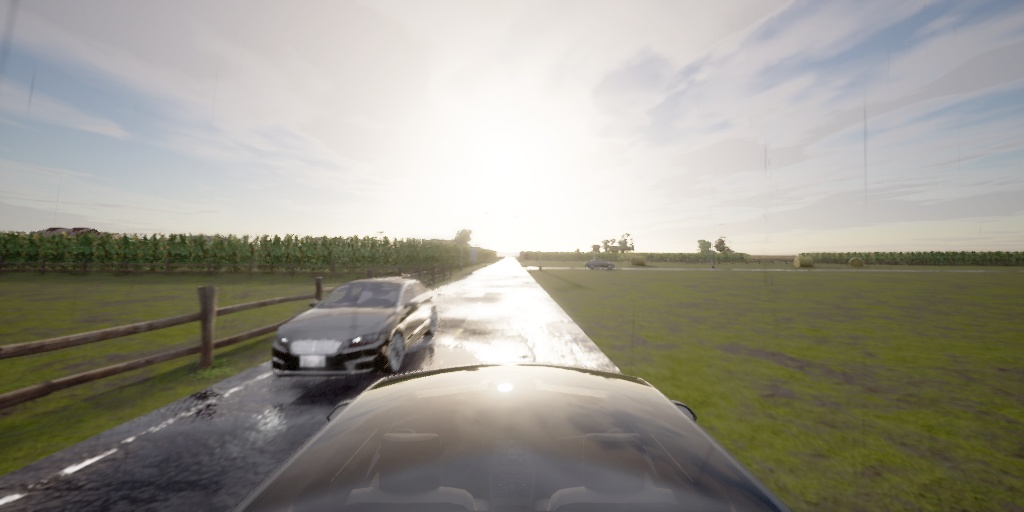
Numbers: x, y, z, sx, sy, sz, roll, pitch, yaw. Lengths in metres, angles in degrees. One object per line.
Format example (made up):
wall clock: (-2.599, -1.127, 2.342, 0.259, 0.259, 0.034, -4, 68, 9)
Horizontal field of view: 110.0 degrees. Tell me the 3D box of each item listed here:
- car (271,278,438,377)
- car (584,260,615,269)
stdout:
car: (-2.850, 1.242, 7.585, 2.128, 1.511, 4.902, 0, 0, 0)
car: (14.059, 1.332, 57.536, 4.902, 1.511, 2.128, 0, 0, 1)
